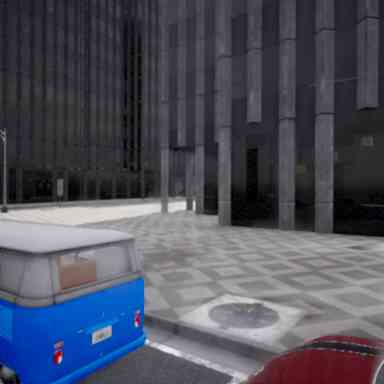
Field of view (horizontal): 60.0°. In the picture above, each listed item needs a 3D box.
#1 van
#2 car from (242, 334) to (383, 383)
[{"bbox_3d":[-2.500,1.336,4.745,3.998,1.788,1.690,0,0,35],"label":"van"},{"bbox_3d":[2.000,1.441,1.541,4.097,1.590,1.967,0,0,35],"label":"car"}]
